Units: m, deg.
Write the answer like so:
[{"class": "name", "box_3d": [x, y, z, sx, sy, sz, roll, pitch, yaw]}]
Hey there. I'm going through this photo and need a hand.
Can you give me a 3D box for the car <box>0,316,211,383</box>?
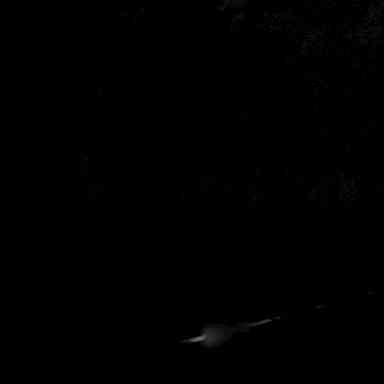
[{"class": "car", "box_3d": [-2.059, 1.505, 1.913, 4.892, 1.490, 1.837, 0, 0, -34]}]
